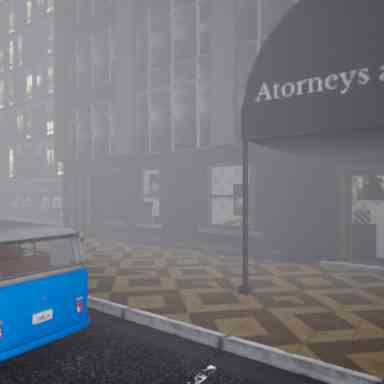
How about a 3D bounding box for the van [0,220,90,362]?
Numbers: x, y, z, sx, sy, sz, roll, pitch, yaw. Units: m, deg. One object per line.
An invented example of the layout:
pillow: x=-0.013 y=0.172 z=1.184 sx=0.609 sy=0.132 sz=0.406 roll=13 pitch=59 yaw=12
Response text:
van: x=-3.396 y=1.340 z=5.281 sx=3.998 sy=1.788 sz=1.690 roll=0 pitch=0 yaw=35
